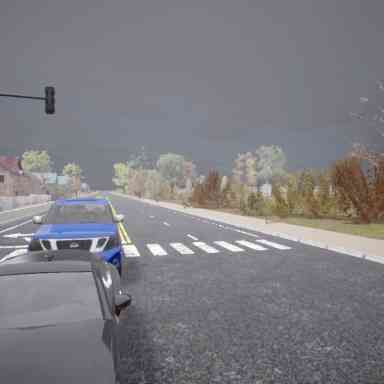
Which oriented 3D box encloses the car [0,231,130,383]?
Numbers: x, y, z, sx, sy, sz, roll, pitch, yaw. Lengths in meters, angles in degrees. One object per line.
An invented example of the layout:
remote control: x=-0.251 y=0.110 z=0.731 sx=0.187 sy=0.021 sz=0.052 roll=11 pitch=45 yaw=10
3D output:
car: x=-1.746 y=1.525 z=3.976 sx=1.812 sy=1.442 sz=4.674 roll=0 pitch=0 yaw=-12

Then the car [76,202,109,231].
car: x=-6.417 y=1.497 z=21.746 sx=1.837 sy=1.490 sz=4.892 roll=0 pitch=0 yaw=-15

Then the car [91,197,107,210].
car: x=-12.357 y=1.448 z=44.239 sx=1.882 sy=1.535 sz=5.008 roll=0 pitch=0 yaw=-15

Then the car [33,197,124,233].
car: x=-3.336 y=1.219 z=10.078 sx=2.150 sy=2.045 sz=5.566 roll=0 pitch=0 yaw=-15
